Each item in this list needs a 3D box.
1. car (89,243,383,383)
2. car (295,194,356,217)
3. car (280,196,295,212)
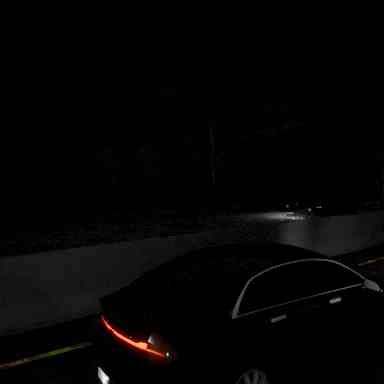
[{"bbox_3d":[1.134,1.476,4.564,4.892,1.490,1.837,-1,1,-35],"label":"car"},{"bbox_3d":[9.948,0.910,24.006,4.892,1.490,1.837,-2,1,-36],"label":"car"},{"bbox_3d":[9.275,0.913,27.825,4.181,1.385,1.994,-2,1,-36],"label":"car"}]
